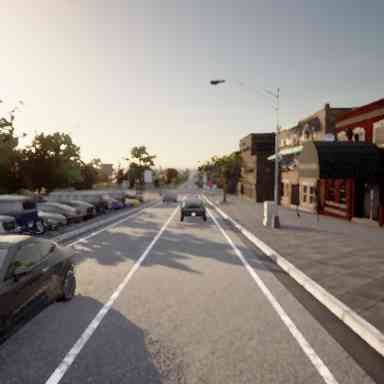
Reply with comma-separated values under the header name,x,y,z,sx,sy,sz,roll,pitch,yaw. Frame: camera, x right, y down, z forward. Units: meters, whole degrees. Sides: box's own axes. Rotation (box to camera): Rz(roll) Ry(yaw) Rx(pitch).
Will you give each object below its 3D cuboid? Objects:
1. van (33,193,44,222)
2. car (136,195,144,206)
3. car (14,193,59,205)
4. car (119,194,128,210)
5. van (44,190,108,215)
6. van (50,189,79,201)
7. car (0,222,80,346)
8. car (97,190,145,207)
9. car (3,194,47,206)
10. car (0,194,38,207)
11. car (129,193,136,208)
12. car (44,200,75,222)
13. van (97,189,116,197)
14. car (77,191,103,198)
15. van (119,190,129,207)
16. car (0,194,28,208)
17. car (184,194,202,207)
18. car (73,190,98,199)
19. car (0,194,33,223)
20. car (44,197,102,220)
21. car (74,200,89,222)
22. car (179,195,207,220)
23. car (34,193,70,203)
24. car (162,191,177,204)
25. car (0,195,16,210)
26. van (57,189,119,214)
name,x,y,z,sx,sy,sz,roll,pitch,yaw
van,-9.060,1.152,14.204,4.442,1.987,1.878,0,1,0
car,-8.786,1.050,39.444,5.366,1.575,1.946,0,1,0
car,-21.874,0.938,46.913,5.366,1.575,1.946,0,1,0
car,-8.957,1.179,31.036,5.008,1.535,2.097,0,1,0
van,-9.073,1.031,25.424,4.442,1.987,1.878,0,1,0
van,-22.189,0.549,58.011,4.442,1.987,1.878,0,1,0
car,-3.335,1.479,5.339,1.812,1.442,4.674,0,0,0
car,-8.947,0.760,42.244,5.566,2.045,2.435,0,1,0
car,-22.086,1.012,44.138,4.792,1.488,2.163,0,1,0
car,-22.060,1.025,41.363,4.892,1.521,2.231,0,1,0
car,-8.971,1.135,36.642,4.674,1.452,2.002,0,1,0
car,-8.953,1.352,17.014,4.892,1.521,2.231,0,1,0
van,-21.986,0.146,85.762,4.442,1.987,1.878,0,1,0
car,-22.094,0.570,71.891,5.008,1.535,2.097,0,1,0
van,-9.082,0.911,33.835,4.442,1.987,1.878,0,1,0
car,-22.056,1.066,38.588,5.008,1.535,2.097,0,1,0
car,0.111,1.076,41.999,2.033,1.411,5.357,0,1,0
car,-22.116,0.485,69.114,4.553,1.767,2.185,0,1,0
car,-8.912,1.147,11.403,5.566,2.045,2.435,0,0,0
car,-8.982,1.323,22.625,4.792,1.488,2.163,0,1,0
car,-8.947,1.364,19.817,4.674,1.452,2.002,0,1,0
car,0.106,1.252,25.316,1.837,1.490,4.892,0,1,0
car,-22.037,0.887,52.465,4.792,1.488,2.163,0,1,0
car,-3.312,0.766,49.710,2.097,1.767,4.553,0,1,0
car,-22.052,1.107,35.812,5.008,1.535,2.097,0,1,0
van,-8.843,0.994,28.226,4.442,1.987,1.878,0,1,0
